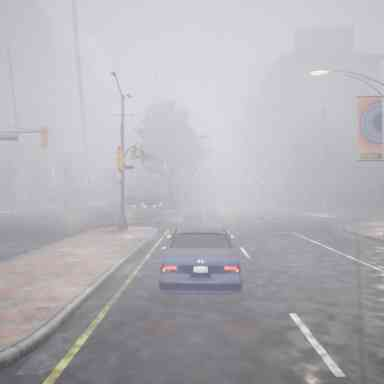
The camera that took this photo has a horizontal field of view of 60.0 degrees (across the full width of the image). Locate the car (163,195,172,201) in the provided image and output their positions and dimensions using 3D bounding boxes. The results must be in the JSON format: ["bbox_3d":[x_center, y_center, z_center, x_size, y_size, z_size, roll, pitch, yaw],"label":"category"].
[{"bbox_3d":[-6.431,1.478,86.546,1.882,1.535,5.008,0,0,1],"label":"car"}]

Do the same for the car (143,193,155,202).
[{"bbox_3d":[-10.076,1.225,78.643,2.150,2.045,5.566,0,0,1],"label":"car"}]

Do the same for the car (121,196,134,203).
[{"bbox_3d":[-13.488,1.595,69.746,1.895,1.301,4.718,0,0,1],"label":"car"}]

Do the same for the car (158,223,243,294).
[{"bbox_3d":[0.227,1.548,8.963,2.033,1.411,5.357,0,0,1],"label":"car"}]

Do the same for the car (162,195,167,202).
[{"bbox_3d":[-6.822,1.352,66.678,2.097,1.767,4.553,0,0,1],"label":"car"}]

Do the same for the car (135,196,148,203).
[{"bbox_3d":[-10.278,1.505,67.958,1.837,1.490,4.892,0,0,1],"label":"car"}]

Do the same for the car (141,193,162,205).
[{"bbox_3d":[-7.035,1.352,57.907,2.097,1.767,4.553,0,0,1],"label":"car"}]

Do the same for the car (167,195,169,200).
[{"bbox_3d":[-6.615,1.525,76.452,2.128,1.511,4.902,0,0,1],"label":"car"}]

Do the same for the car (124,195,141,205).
[{"bbox_3d":[-10.535,1.352,57.783,2.097,1.767,4.553,0,0,1],"label":"car"}]
